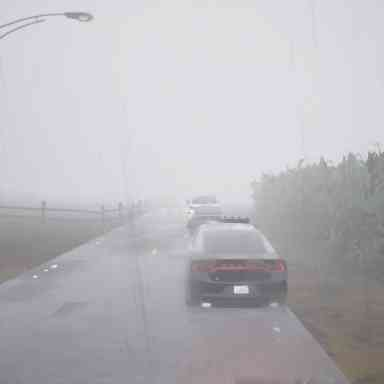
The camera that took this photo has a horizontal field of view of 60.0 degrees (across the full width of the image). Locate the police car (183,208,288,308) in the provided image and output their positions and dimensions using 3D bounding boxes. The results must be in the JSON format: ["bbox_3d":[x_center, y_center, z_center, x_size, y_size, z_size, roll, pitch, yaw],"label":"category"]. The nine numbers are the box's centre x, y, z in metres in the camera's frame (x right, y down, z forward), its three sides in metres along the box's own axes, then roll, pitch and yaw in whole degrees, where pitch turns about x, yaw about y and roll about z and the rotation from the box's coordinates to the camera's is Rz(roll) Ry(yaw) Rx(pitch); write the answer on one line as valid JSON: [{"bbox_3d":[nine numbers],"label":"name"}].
[{"bbox_3d":[0.818,1.419,8.120,1.930,1.638,5.238,0,0,0],"label":"police car"}]

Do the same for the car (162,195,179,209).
[{"bbox_3d":[-2.782,1.289,43.777,2.097,1.767,4.553,0,0,0],"label":"car"}]

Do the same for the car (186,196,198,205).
[{"bbox_3d":[-0.043,1.445,59.811,2.128,1.511,4.902,0,0,0],"label":"car"}]

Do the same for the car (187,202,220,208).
[{"bbox_3d":[0.811,1.488,18.010,1.837,1.490,4.892,0,0,0],"label":"car"}]

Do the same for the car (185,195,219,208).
[{"bbox_3d":[0.804,1.194,24.039,2.150,2.045,5.566,0,0,0],"label":"car"}]

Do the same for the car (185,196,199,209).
[{"bbox_3d":[0.007,1.414,46.366,1.882,1.535,5.008,0,0,1],"label":"car"}]
